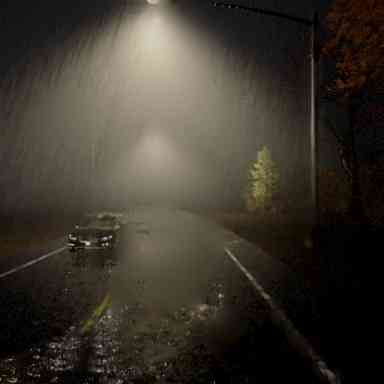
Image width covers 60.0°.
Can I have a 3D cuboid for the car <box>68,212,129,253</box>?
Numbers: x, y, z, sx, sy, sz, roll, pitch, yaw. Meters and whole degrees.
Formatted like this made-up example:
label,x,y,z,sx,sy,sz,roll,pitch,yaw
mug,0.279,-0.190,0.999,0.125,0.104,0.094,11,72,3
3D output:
label,x,y,z,sx,sy,sz,roll,pitch,yaw
car,-3.979,1.710,14.792,1.837,1.490,4.892,0,-1,-3
